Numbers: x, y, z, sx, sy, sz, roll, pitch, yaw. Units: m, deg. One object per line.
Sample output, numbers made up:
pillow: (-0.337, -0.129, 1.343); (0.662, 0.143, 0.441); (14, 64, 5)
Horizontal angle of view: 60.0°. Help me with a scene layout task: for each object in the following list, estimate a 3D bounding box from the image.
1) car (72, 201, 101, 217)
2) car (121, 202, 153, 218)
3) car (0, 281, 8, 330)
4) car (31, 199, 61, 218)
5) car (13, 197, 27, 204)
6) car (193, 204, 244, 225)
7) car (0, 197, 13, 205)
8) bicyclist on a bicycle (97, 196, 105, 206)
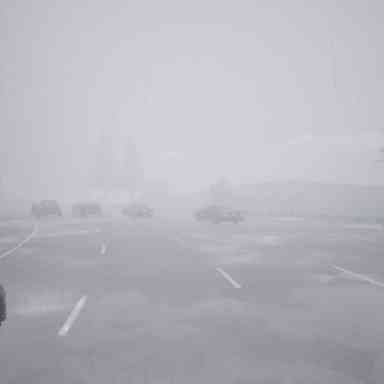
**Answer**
car: (-10.578, 1.601, 33.161); (1.882, 1.535, 5.008); (0, 0, -33)
car: (-5.254, 1.666, 31.556); (1.994, 1.385, 4.181); (0, 0, -29)
car: (-3.739, 1.526, 3.383); (1.837, 1.490, 4.892); (0, 0, -4)
car: (-14.255, 1.483, 32.336); (2.097, 1.767, 4.553); (0, 0, -34)
car: (-34.039, 1.636, 64.809); (4.181, 1.385, 1.994); (0, 0, 39)
car: (1.896, 1.612, 25.055); (2.033, 1.411, 5.357); (0, 0, -23)
car: (-36.218, 1.622, 62.070); (5.357, 1.411, 2.033); (0, 0, 39)
bicyclist on a bicycle: (-15.278, 1.530, 56.412); (0.582, 1.620, 1.656); (1, -21, 39)
